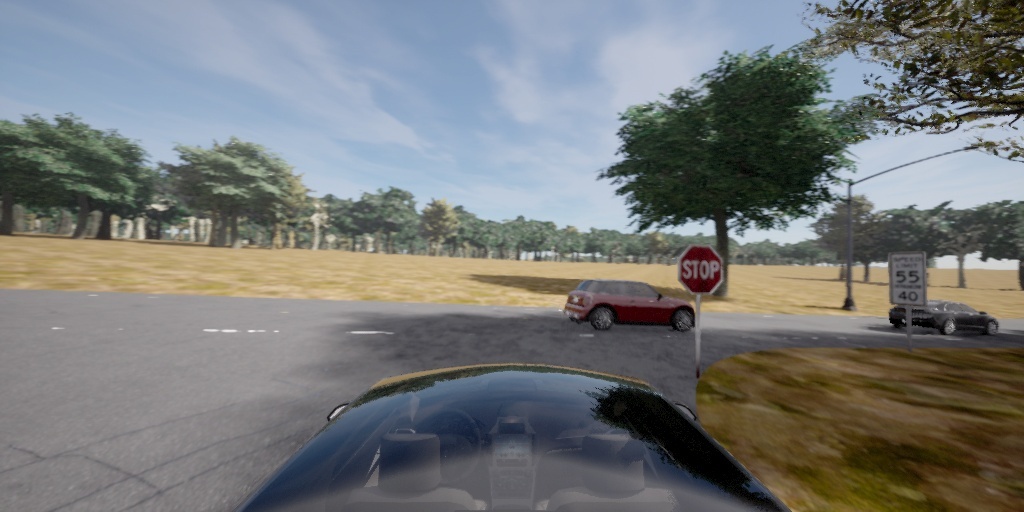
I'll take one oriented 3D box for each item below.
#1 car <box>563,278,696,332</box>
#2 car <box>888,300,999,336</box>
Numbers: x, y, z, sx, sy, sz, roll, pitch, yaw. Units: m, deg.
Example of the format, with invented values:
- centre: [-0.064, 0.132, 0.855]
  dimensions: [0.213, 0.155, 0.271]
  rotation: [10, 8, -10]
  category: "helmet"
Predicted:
- centre: [4.228, 1.646, 12.799]
  dimensions: [4.553, 1.767, 2.097]
  rotation: [4, -3, -14]
  category: "car"
- centre: [20.199, 2.844, 16.832]
  dimensions: [4.892, 1.490, 1.837]
  rotation: [4, -3, -14]
  category: "car"
